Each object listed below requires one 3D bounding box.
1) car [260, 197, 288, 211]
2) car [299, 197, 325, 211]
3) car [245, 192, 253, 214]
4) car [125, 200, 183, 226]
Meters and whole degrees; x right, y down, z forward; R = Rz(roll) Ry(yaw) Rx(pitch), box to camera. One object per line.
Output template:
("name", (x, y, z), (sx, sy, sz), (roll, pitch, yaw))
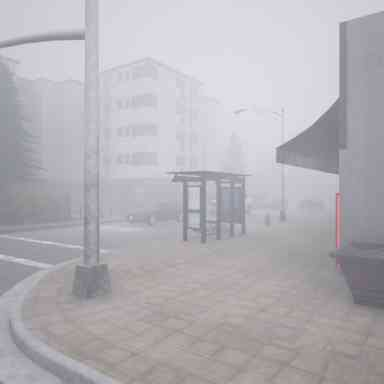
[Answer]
("car", (9.532, 1.301, 38.548), (1.882, 1.535, 5.008), (0, 0, 36))
("car", (13.763, 1.328, 38.179), (1.837, 1.490, 4.892), (0, 0, 36))
("car", (3.592, 1.045, 30.331), (2.150, 2.045, 5.566), (0, 0, 36))
("car", (-2.290, 1.328, 22.146), (1.837, 1.490, 4.892), (0, 0, 36))
